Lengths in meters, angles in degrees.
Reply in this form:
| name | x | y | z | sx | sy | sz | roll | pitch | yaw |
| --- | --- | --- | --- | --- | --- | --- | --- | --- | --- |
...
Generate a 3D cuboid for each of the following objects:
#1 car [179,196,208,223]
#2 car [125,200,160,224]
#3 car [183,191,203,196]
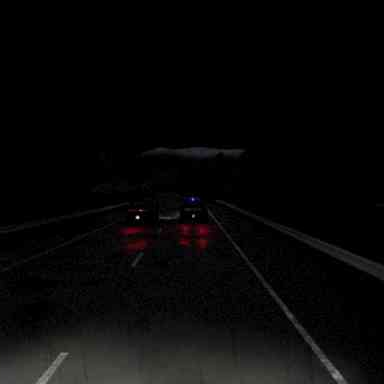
| name | x | y | z | sx | sy | sz | roll | pitch | yaw |
| --- | --- | --- | --- | --- | --- | --- | --- | --- | --- |
| car | 0.105 | 1.319 | 23.760 | 2.128 | 1.511 | 4.902 | 0 | 0 | 0 |
| car | -3.394 | 1.335 | 23.198 | 1.837 | 1.490 | 4.892 | 0 | 0 | 0 |
| car | 0.101 | 0.929 | 40.678 | 2.150 | 2.045 | 5.566 | 0 | 1 | 0 |
